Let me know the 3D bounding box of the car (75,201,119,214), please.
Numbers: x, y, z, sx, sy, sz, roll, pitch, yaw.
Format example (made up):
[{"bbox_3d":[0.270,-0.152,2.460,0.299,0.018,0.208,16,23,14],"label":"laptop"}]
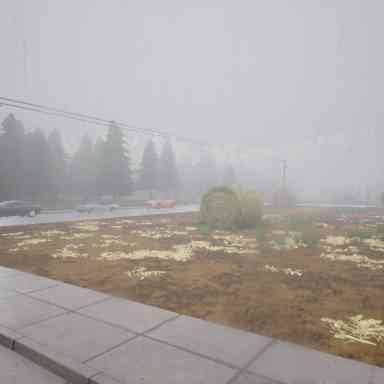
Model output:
[{"bbox_3d":[-10.370,1.628,36.557,1.895,1.301,4.718,0,0,37],"label":"car"}]

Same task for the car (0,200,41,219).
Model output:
[{"bbox_3d":[-15.847,1.531,29.164,1.837,1.490,4.892,0,0,37],"label":"car"}]

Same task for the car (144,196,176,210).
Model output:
[{"bbox_3d":[-4.281,1.379,44.753,2.097,1.767,4.553,0,0,37],"label":"car"}]
